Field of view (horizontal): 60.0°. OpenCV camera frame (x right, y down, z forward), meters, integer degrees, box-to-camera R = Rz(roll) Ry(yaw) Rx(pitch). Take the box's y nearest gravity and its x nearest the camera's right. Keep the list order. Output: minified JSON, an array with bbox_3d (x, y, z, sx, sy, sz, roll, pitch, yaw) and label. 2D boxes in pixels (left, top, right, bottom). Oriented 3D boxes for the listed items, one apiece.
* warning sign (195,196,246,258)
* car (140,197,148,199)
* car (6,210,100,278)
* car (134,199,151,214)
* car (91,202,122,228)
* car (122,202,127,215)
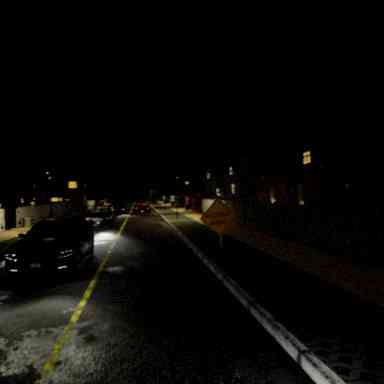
[{"bbox_3d":[0.915,1.122,11.114,1.300,1.860,1.060,-4,-2,-9],"label":"warning sign"},{"bbox_3d":[-7.405,1.865,48.929,1.812,1.442,4.674,-2,0,-9],"label":"car"},{"bbox_3d":[-4.462,1.640,11.119,1.882,1.535,5.008,-2,0,-9],"label":"car"},{"bbox_3d":[-5.856,1.871,39.091,1.895,1.301,4.718,-2,0,-9],"label":"car"},{"bbox_3d":[-6.469,1.742,23.975,2.128,1.511,4.902,-2,0,-9],"label":"car"},{"bbox_3d":[-8.783,1.916,39.354,1.837,1.490,4.892,-2,0,-9],"label":"car"}]
